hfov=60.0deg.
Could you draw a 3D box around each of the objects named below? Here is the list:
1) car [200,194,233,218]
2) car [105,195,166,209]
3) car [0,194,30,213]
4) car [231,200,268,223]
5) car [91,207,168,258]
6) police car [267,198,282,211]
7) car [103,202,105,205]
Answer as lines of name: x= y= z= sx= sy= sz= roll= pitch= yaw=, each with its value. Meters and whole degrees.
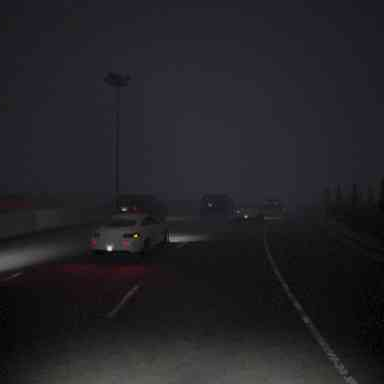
car: x=2.437 y=1.209 z=30.604 sx=2.150 sy=2.045 sz=5.566 roll=0 pitch=0 yaw=19
car: x=-3.525 y=1.196 z=23.330 sx=2.150 sy=2.045 sz=5.566 roll=0 pitch=0 yaw=15
car: x=-16.677 y=1.154 z=28.839 sx=2.150 sy=2.045 sz=5.566 roll=0 pitch=0 yaw=16
car: x=4.535 y=1.523 z=25.806 sx=1.812 sy=1.442 sz=4.674 roll=0 pitch=0 yaw=17
car: x=-2.210 y=1.511 z=12.641 sx=1.812 sy=1.442 sz=4.674 roll=0 pitch=0 yaw=9
police car: x=10.039 y=1.505 z=41.327 sx=2.038 sy=1.542 sz=4.974 roll=0 pitch=0 yaw=20
car: x=-9.014 y=1.441 z=40.497 sx=2.128 sy=1.511 sz=4.902 roll=0 pitch=0 yaw=20
